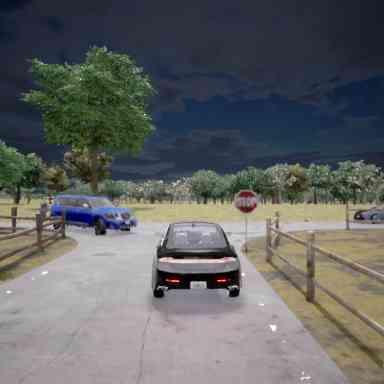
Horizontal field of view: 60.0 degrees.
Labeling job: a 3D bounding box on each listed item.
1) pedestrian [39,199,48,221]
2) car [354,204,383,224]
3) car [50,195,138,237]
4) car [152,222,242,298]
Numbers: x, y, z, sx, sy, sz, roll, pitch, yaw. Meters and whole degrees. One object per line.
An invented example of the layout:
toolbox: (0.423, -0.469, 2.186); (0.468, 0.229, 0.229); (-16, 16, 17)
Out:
pedestrian: (-12.116, 1.439, 27.077); (0.375, 1.860, 0.375); (0, -1, 0)
car: (13.995, 1.570, 23.992); (4.181, 1.385, 1.994); (0, -2, 1)
car: (-5.628, 1.216, 18.708); (5.566, 2.045, 2.150); (1, -1, 33)
car: (0.049, 1.505, 8.545); (2.128, 1.511, 4.902); (0, 0, -2)
